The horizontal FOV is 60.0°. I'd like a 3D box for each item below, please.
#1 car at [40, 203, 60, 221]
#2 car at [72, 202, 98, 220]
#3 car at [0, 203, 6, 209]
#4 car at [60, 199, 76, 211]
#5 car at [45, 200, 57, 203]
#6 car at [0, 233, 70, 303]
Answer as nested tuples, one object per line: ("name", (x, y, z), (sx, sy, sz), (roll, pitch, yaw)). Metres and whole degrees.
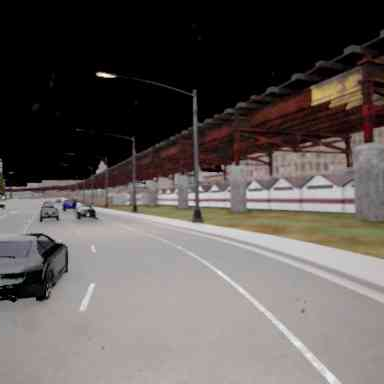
("car", (-15.344, 2.282, 35.899), (2.033, 1.411, 5.357), (-1, -1, -23))
("car", (-11.403, 2.171, 35.649), (1.812, 1.442, 4.674), (-1, -1, -24))
("car", (-46.853, 3.442, 81.661), (2.033, 1.411, 5.357), (-1, 0, -24))
("car", (-21.932, 2.366, 59.771), (2.150, 2.045, 5.566), (-1, -1, -24))
("car", (-27.327, 2.652, 63.400), (2.097, 1.767, 4.553), (-1, -1, -24))
("car", (-4.449, 1.758, 8.636), (1.994, 1.385, 4.181), (-1, -1, -13))
